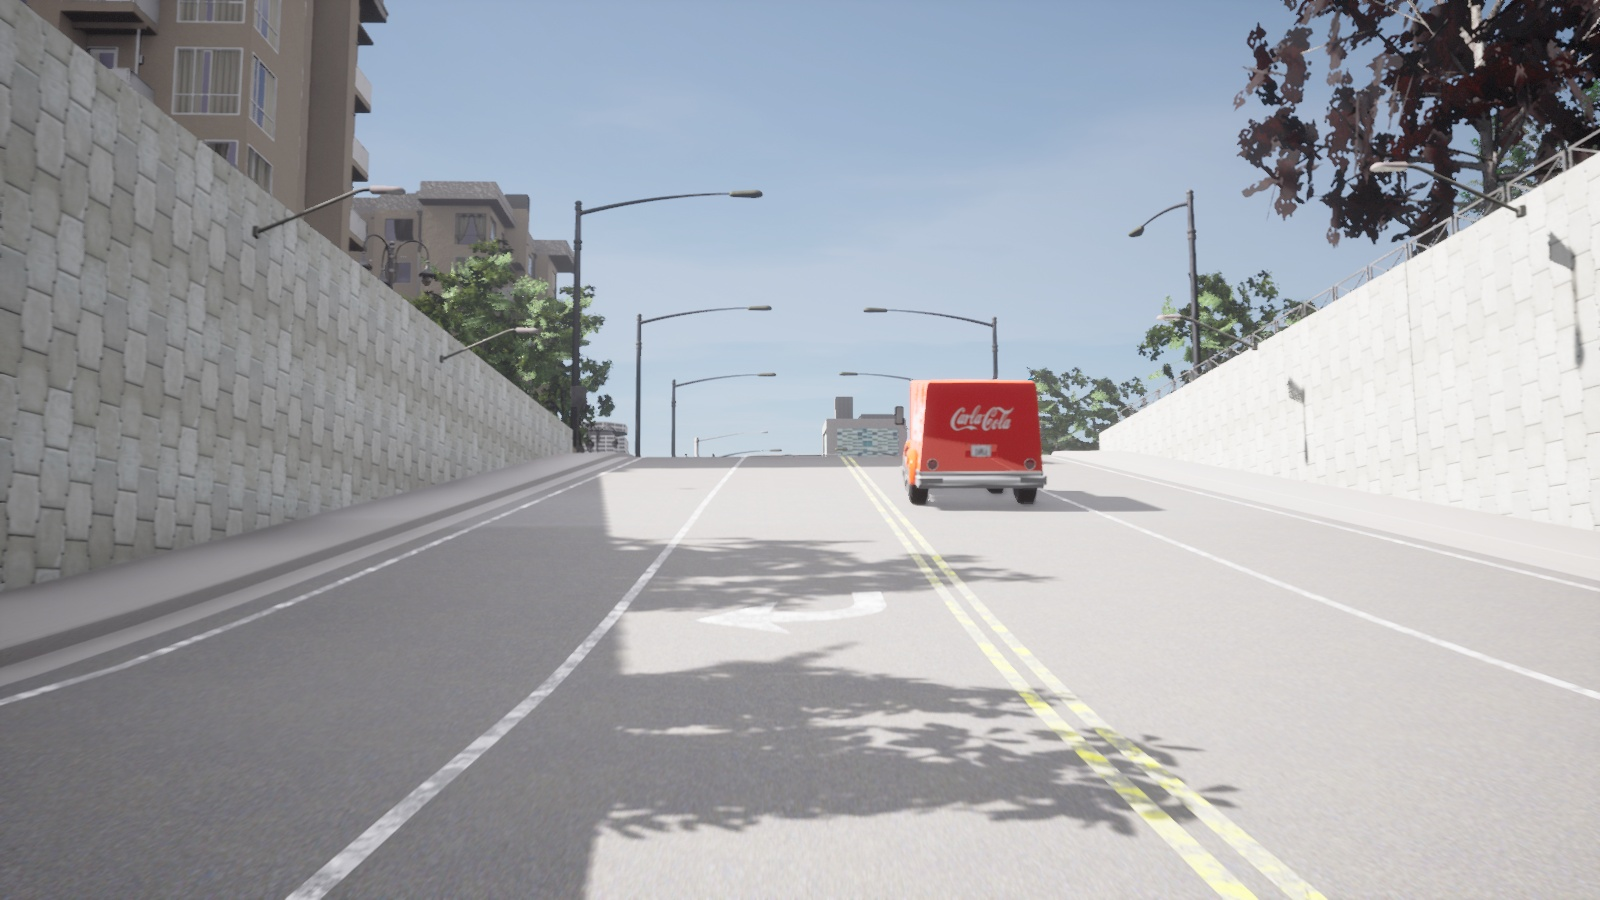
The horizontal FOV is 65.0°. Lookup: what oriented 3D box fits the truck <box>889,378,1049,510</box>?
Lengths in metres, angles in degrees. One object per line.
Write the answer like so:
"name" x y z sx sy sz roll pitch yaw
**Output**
"truck" 3.376 -0.246 26.261 2.627 2.467 5.204 -1 3 0
